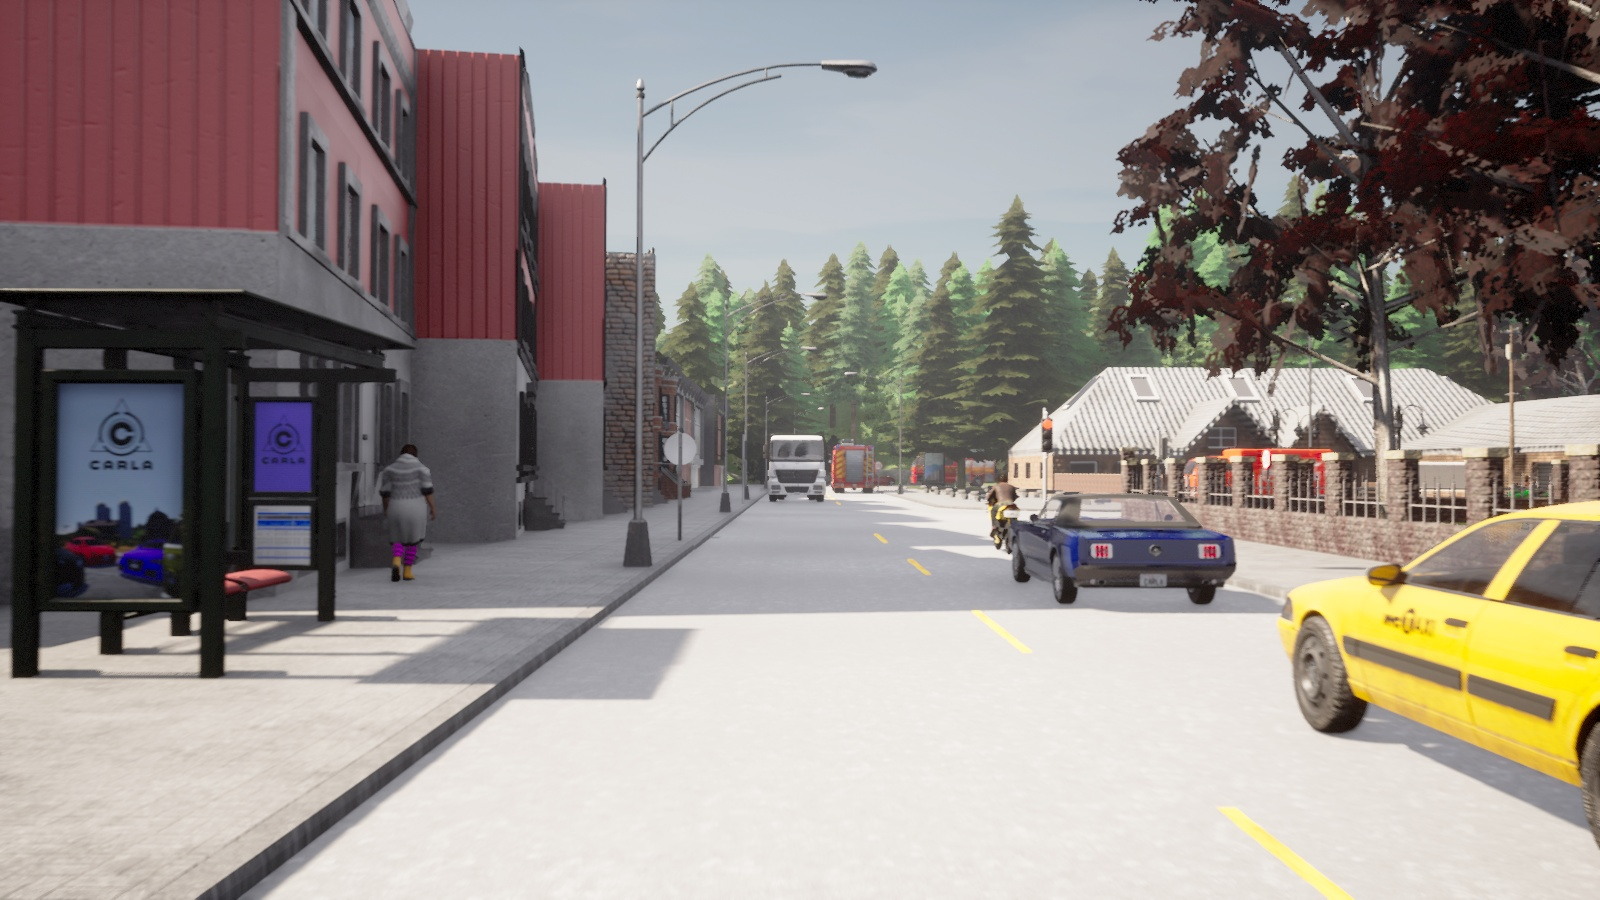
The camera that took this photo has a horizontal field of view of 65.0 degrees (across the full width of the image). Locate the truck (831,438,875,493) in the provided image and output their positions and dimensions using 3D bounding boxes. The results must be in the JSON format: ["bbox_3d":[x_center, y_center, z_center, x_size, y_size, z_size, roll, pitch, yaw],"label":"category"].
[{"bbox_3d":[3.819,1.179,92.256,2.891,3.827,8.468,0,-1,0],"label":"truck"}]

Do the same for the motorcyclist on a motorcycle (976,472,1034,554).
[{"bbox_3d":[3.938,1.187,24.270,0.797,1.523,2.044,0,-1,0],"label":"motorcyclist on a motorcycle"}]

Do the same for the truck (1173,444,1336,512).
[{"bbox_3d":[17.087,1.051,47.486,5.204,2.467,2.627,0,-1,1],"label":"truck"}]

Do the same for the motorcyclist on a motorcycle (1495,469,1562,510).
[{"bbox_3d":[27.545,1.482,47.513,2.044,1.523,0.797,0,-1,1],"label":"motorcyclist on a motorcycle"}]

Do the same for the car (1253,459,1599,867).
[{"bbox_3d":[3.984,0.836,5.845,1.801,1.575,5.366,0,-1,0],"label":"car"}]

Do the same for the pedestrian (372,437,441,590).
[{"bbox_3d":[-5.163,0.821,16.511,0.659,1.952,0.873,0,-1,-3],"label":"pedestrian"}]

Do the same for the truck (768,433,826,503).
[{"bbox_3d":[-0.165,0.942,66.254,2.891,3.462,7.936,0,-1,0],"label":"truck"}]

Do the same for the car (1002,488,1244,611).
[{"bbox_3d":[3.962,1.172,16.278,1.895,1.301,4.718,0,-1,0],"label":"car"}]
